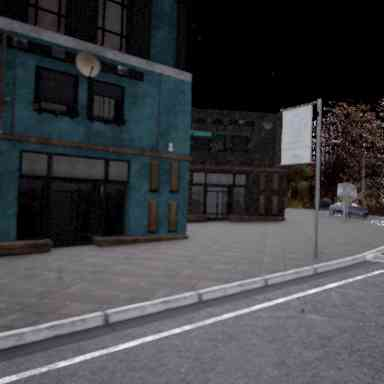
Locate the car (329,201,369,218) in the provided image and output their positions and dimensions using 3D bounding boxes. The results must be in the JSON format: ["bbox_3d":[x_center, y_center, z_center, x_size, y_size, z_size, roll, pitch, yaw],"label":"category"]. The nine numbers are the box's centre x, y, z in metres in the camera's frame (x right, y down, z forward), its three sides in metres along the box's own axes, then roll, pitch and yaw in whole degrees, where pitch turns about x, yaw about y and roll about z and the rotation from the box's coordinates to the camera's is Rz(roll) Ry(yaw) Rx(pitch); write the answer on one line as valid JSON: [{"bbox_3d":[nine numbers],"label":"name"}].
[{"bbox_3d":[14.579,1.612,31.176,1.812,1.442,4.674,2,0,-3],"label":"car"}]

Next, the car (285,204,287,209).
[{"bbox_3d":[11.771,1.751,47.571,1.994,1.385,4.181,2,-1,-17],"label":"car"}]
